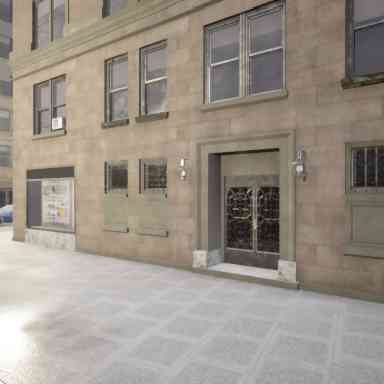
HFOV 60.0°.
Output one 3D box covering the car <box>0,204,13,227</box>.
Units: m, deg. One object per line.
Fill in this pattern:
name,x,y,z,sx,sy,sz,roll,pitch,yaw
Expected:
car,-11.889,1.512,23.033,2.033,1.411,5.357,0,0,39
